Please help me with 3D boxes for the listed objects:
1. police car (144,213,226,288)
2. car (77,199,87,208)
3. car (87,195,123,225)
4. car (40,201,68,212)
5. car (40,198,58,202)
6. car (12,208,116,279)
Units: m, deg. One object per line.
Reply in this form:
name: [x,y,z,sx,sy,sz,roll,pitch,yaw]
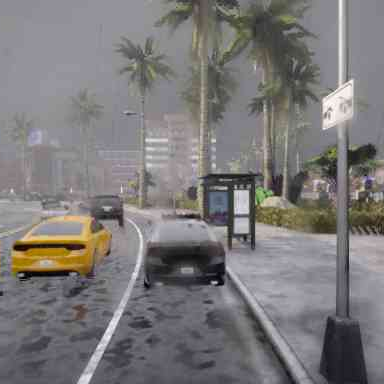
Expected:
police car: [-0.319,1.424,9.464,1.930,1.638,5.238,0,0,-5]
car: [-11.650,1.540,37.587,2.033,1.411,5.357,0,0,-27]
car: [-6.182,1.219,23.959,2.150,2.045,5.566,0,0,-15]
car: [-10.201,1.594,25.094,1.895,1.301,4.718,0,0,-18]
car: [-17.310,1.480,40.513,2.128,1.511,4.902,0,0,-31]
car: [-3.637,1.475,10.104,1.882,1.535,5.008,0,0,-6]
